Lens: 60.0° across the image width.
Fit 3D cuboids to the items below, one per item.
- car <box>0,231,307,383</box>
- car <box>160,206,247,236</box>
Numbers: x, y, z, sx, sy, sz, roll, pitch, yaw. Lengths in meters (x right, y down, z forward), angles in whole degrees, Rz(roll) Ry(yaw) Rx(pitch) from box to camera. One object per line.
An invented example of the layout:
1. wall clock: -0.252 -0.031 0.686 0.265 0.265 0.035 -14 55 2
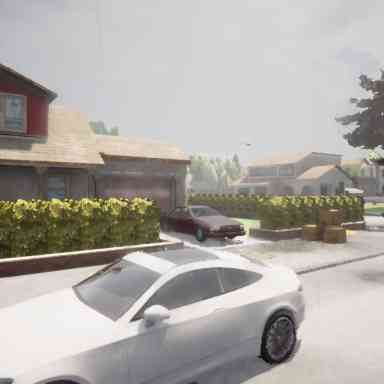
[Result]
1. car: -0.415 1.526 4.313 4.674 1.442 1.812 0 0 -36
2. car: 0.137 1.356 15.506 2.033 1.415 5.357 0 0 -33
